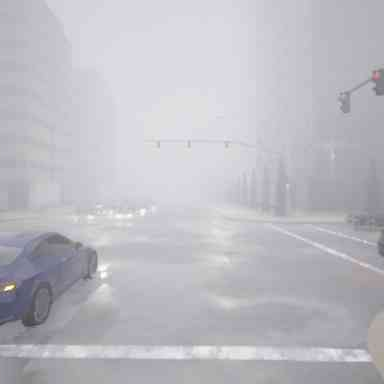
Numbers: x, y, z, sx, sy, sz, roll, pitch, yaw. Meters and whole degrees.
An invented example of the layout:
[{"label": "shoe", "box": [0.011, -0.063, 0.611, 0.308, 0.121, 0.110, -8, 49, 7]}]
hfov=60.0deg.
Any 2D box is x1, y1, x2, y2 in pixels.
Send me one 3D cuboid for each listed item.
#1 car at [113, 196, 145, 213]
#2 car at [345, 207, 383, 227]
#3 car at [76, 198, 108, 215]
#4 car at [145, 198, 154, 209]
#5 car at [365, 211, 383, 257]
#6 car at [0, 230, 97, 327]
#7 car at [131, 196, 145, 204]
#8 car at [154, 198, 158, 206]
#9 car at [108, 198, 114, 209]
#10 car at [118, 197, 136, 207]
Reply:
[{"label": "car", "box": [-7.084, 1.520, 37.977, 2.128, 1.511, 4.902, 0, 0, 0]}, {"label": "car", "box": [11.990, 1.561, 20.286, 4.718, 1.301, 1.895, 0, 0, 1]}, {"label": "car", "box": [-10.587, 1.531, 34.885, 1.837, 1.490, 4.892, 0, 0, 0]}, {"label": "car", "box": [-7.064, 1.527, 47.284, 2.128, 1.511, 4.902, 0, 0, 0]}, {"label": "car", "box": [8.060, 1.430, 9.683, 5.008, 1.535, 1.882, 0, -1, -6]}, {"label": "car", "box": [-3.403, 1.507, 6.862, 1.812, 1.442, 4.674, 0, 1, 0]}, {"label": "car", "box": [-10.480, 1.526, 64.498, 1.882, 1.535, 5.008, 0, 0, 0]}, {"label": "car", "box": [-6.989, 1.644, 57.575, 1.895, 1.301, 4.718, 0, 0, 0]}, {"label": "car", "box": [-10.574, 1.524, 44.113, 2.128, 1.511, 4.902, 0, 0, 0]}, {"label": "car", "box": [-10.520, 1.604, 54.111, 1.994, 1.385, 4.181, 0, 0, 1]}]
